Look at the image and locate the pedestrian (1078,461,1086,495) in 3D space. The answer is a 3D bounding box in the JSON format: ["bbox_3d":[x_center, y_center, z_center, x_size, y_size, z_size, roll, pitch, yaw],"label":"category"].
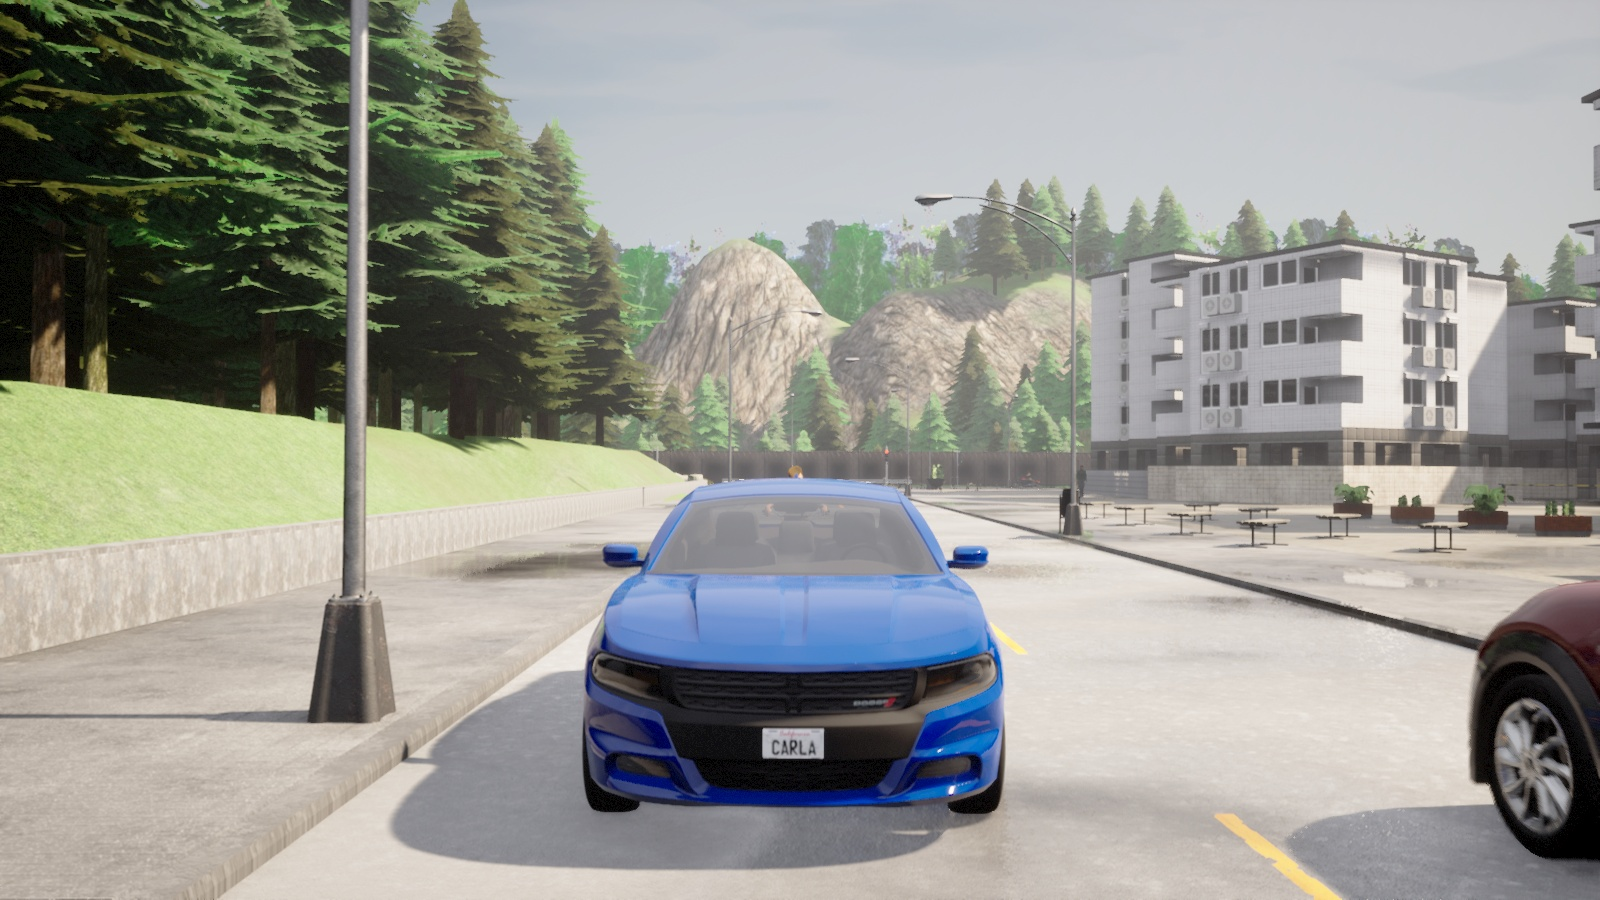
[{"bbox_3d":[15.229,1.513,67.902,0.353,1.847,0.614,0,-1,9],"label":"pedestrian"}]

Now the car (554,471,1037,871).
[{"bbox_3d":[-0.020,0.905,7.410,1.882,1.535,5.008,0,-1,0],"label":"car"}]

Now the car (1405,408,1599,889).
[{"bbox_3d":[3.989,0.714,3.796,2.097,1.767,4.553,0,-1,0],"label":"car"}]
